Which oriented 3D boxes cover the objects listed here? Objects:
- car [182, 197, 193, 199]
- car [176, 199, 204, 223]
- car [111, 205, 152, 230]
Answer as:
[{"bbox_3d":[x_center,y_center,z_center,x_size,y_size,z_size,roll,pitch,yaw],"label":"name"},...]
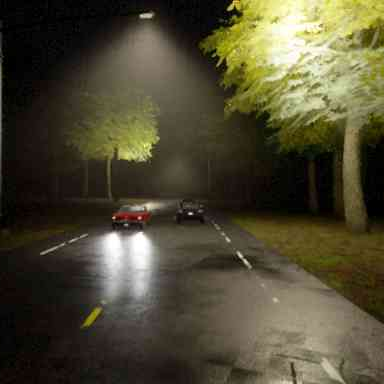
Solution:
[{"bbox_3d":[-0.520,1.364,41.272,1.837,1.490,4.892,0,0,-2],"label":"car"},{"bbox_3d":[-0.138,1.471,24.791,1.994,1.385,4.181,0,0,-1],"label":"car"},{"bbox_3d":[-3.665,1.516,20.689,1.895,1.301,4.718,0,0,-1],"label":"car"}]
